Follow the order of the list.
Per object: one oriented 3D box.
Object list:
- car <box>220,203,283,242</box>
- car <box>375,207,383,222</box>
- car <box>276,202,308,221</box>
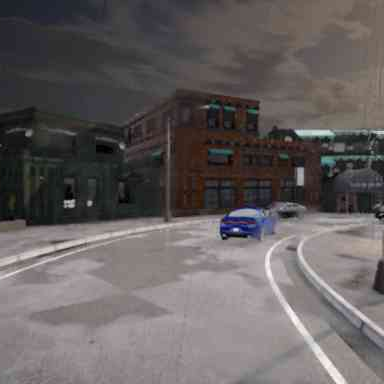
[{"bbox_3d":[2.997,1.508,16.698,1.882,1.535,5.008,0,0,26],"label":"car"},{"bbox_3d":[17.704,1.760,27.587,5.008,1.535,1.882,1,0,-14],"label":"car"},{"bbox_3d":[7.248,1.581,26.850,4.902,1.511,2.128,1,0,-34],"label":"car"}]
